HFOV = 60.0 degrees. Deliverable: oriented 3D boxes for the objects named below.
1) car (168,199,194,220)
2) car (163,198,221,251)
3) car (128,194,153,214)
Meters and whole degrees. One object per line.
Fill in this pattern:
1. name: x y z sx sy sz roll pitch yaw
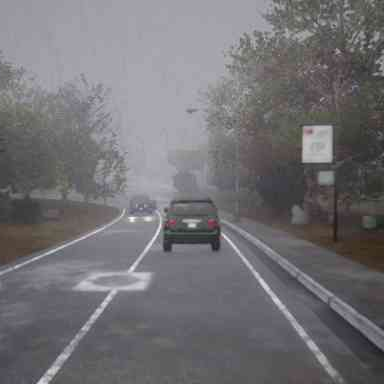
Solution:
1. car: -1.056 1.449 29.385 1.882 1.535 5.008 -1 1 -7
2. car: -0.039 1.250 14.220 2.150 2.045 5.566 0 0 -1
3. car: -5.393 1.238 34.829 2.150 2.045 5.566 -1 1 -10
